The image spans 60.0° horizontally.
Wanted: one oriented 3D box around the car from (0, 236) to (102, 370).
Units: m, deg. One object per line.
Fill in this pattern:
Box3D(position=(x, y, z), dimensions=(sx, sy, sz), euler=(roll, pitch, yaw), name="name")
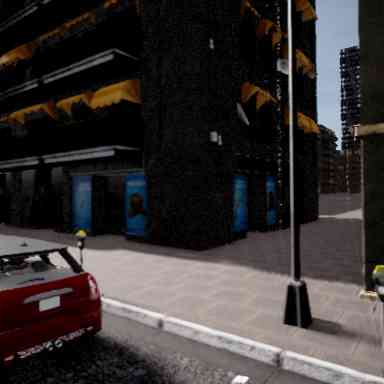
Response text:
Box3D(position=(-3.365, 1.422, 5.325), dimensions=(4.097, 1.590, 1.967), euler=(0, -1, 36), name="car")
